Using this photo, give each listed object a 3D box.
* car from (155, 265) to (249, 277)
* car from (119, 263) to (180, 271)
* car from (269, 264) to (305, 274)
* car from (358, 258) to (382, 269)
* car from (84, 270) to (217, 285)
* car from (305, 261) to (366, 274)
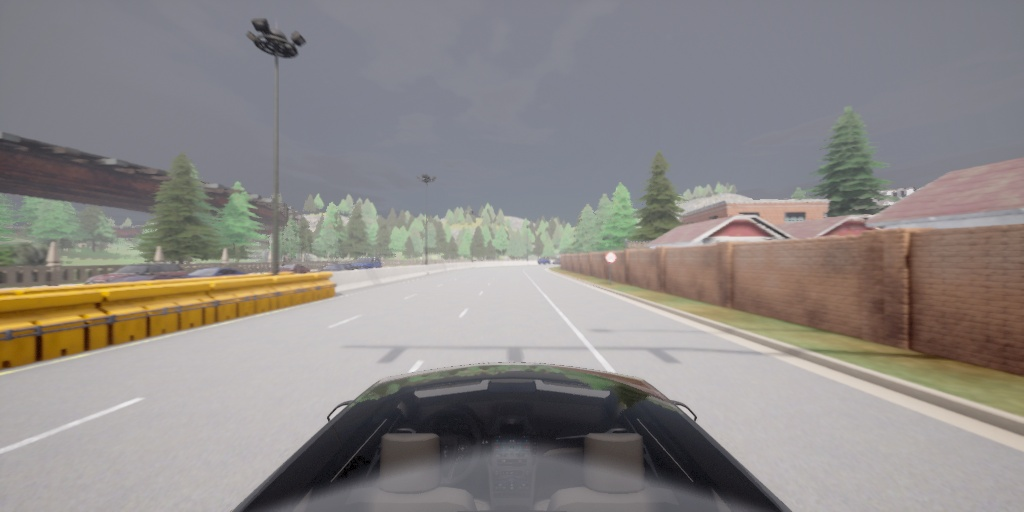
[{"bbox_3d":[-17.578,1.392,21.047,1.812,1.442,4.674,0,0,0],"label":"car"},{"bbox_3d":[-21.002,1.214,20.380,2.097,1.767,4.553,0,0,0],"label":"car"},{"bbox_3d":[-21.049,1.470,34.215,1.812,1.442,4.674,0,-1,0],"label":"car"},{"bbox_3d":[-17.502,1.207,43.468,2.150,2.045,5.566,0,-1,0],"label":"car"},{"bbox_3d":[-14.096,1.386,13.698,1.994,1.385,4.181,0,0,0],"label":"car"},{"bbox_3d":[-14.086,1.405,29.057,2.128,1.511,4.902,0,0,0],"label":"car"}]
